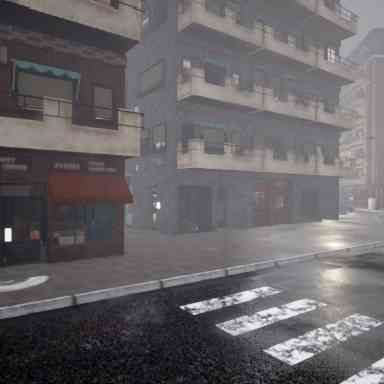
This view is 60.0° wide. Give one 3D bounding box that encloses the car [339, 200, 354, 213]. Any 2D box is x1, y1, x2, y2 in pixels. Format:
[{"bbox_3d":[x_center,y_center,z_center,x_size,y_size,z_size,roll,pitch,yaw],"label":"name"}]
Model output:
[{"bbox_3d":[18.213,1.735,40.803,1.812,1.442,4.674,0,0,5],"label":"car"}]
